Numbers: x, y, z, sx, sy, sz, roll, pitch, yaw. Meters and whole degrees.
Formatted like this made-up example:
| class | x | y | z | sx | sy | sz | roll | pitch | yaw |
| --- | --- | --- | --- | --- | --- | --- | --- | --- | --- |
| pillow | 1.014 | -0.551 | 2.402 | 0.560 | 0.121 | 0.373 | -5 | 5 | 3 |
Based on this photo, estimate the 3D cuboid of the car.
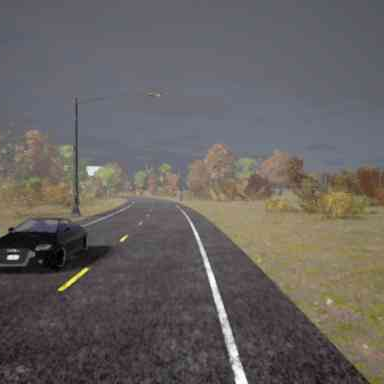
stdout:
| class | x | y | z | sx | sy | sz | roll | pitch | yaw |
| --- | --- | --- | --- | --- | --- | --- | --- | --- | --- |
| car | -4.804 | 1.538 | 10.834 | 1.994 | 1.385 | 4.181 | 0 | 0 | -2 |
